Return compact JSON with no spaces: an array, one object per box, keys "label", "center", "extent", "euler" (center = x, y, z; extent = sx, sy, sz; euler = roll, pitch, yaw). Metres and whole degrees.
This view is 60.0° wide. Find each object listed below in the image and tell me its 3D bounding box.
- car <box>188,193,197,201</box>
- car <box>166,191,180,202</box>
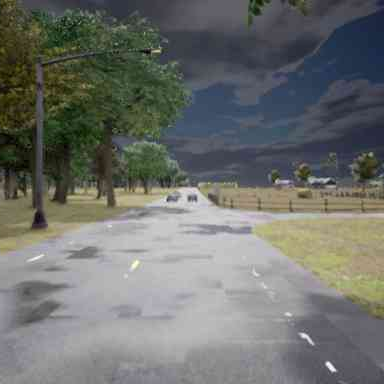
[{"label":"car","center":[0.084,0.918,64.710],"extent":[2.128,1.511,4.902],"euler":[0,1,0]},{"label":"car","center":[-3.553,1.050,59.000],"extent":[1.812,1.442,4.674],"euler":[0,1,1]}]
